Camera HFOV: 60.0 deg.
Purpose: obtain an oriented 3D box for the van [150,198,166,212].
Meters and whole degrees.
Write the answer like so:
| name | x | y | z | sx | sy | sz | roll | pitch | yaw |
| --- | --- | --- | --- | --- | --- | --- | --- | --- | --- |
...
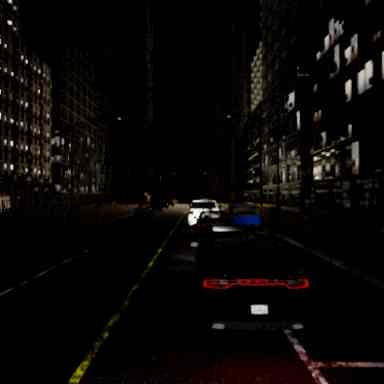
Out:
| name | x | y | z | sx | sy | sz | roll | pitch | yaw |
| --- | --- | --- | --- | --- | --- | --- | --- | --- | --- |
| van | -5.155 | 1.933 | 47.926 | 1.690 | 1.788 | 3.998 | 0 | -1 | 1 |

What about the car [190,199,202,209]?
| name | x | y | z | sx | sy | sz | roll | pitch | yaw |
| --- | --- | --- | --- | --- | --- | --- | --- | --- | --- |
| car | 0.654 | 2.051 | 58.582 | 2.097 | 1.767 | 4.553 | 0 | -1 | 1 |

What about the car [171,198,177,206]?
| name | x | y | z | sx | sy | sz | roll | pitch | yaw |
| --- | --- | --- | --- | --- | --- | --- | --- | --- | --- |
| car | -4.908 | 2.179 | 70.595 | 2.192 | 1.841 | 5.009 | 0 | -1 | 1 |

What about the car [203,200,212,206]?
| name | x | y | z | sx | sy | sz | roll | pitch | yaw |
| --- | --- | --- | --- | --- | --- | --- | --- | --- | --- |
| car | 3.535 | 2.445 | 76.168 | 1.887 | 1.381 | 4.507 | 0 | -1 | 1 |

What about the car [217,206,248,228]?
| name | x | y | z | sx | sy | sz | roll | pitch | yaw |
| --- | --- | --- | --- | --- | --- | --- | --- | --- | --- |
| car | 2.981 | 1.818 | 25.332 | 1.752 | 1.417 | 4.829 | 0 | -1 | 1 |

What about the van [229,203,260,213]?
| name | x | y | z | sx | sy | sz | roll | pitch | yaw |
| --- | --- | --- | --- | --- | --- | --- | --- | --- | --- |
| van | 2.917 | 1.564 | 19.498 | 1.690 | 1.788 | 3.998 | 0 | -1 | 1 |

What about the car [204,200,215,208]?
| name | x | y | z | sx | sy | sz | roll | pitch | yaw |
| --- | --- | --- | --- | --- | --- | --- | --- | --- | --- |
| car | 3.412 | 2.315 | 64.833 | 2.008 | 1.369 | 4.403 | 0 | -1 | 1 |

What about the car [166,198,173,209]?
| name | x | y | z | sx | sy | sz | roll | pitch | yaw |
| --- | --- | --- | --- | --- | --- | --- | --- | --- | --- |
| car | -5.030 | 2.279 | 59.258 | 2.008 | 1.369 | 4.403 | 0 | -1 | 1 |

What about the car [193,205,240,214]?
| name | x | y | z | sx | sy | sz | roll | pitch | yaw |
| --- | --- | --- | --- | --- | --- | --- | --- | --- | --- |
| car | 1.105 | 1.681 | 17.249 | 1.882 | 1.535 | 5.008 | 0 | -1 | 1 |

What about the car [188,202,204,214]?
| name | x | y | z | sx | sy | sz | roll | pitch | yaw |
| --- | --- | --- | --- | --- | --- | --- | --- | --- | --- |
| car | 0.524 | 2.099 | 44.807 | 1.994 | 1.385 | 4.181 | 0 | -1 | 1 |

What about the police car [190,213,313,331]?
| name | x | y | z | sx | sy | sz | roll | pitch | yaw |
| --- | --- | --- | --- | --- | --- | --- | --- | --- | --- |
| police car | 0.997 | 1.510 | 7.361 | 1.930 | 1.638 | 5.238 | 0 | -1 | 1 |

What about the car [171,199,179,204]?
| name | x | y | z | sx | sy | sz | roll | pitch | yaw |
| --- | --- | --- | --- | --- | --- | --- | --- | --- | --- |
| car | -4.660 | 2.701 | 93.261 | 1.947 | 1.339 | 4.313 | 0 | -1 | 1 |

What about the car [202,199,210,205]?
| name | x | y | z | sx | sy | sz | roll | pitch | yaw |
| --- | --- | --- | --- | --- | --- | --- | --- | --- | --- |
| car | 3.658 | 2.581 | 87.502 | 1.887 | 1.381 | 4.507 | 0 | -1 | 1 |

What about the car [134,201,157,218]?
| name | x | y | z | sx | sy | sz | roll | pitch | yaw |
| --- | --- | --- | --- | --- | --- | --- | --- | --- | --- |
| car | -5.279 | 1.980 | 36.419 | 1.752 | 1.417 | 4.829 | 0 | -1 | 1 |

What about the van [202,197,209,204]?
| name | x | y | z | sx | sy | sz | roll | pitch | yaw |
| --- | --- | --- | --- | --- | --- | --- | --- | --- | --- |
| van | 3.719 | 2.445 | 93.172 | 1.690 | 1.788 | 3.998 | 0 | -1 | 1 |

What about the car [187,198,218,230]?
| name | x | y | z | sx | sy | sz | roll | pitch | yaw |
| --- | --- | --- | --- | --- | --- | --- | --- | --- | --- |
| car | 0.931 | 1.499 | 23.363 | 2.150 | 2.045 | 5.566 | 0 | -1 | 5 |
